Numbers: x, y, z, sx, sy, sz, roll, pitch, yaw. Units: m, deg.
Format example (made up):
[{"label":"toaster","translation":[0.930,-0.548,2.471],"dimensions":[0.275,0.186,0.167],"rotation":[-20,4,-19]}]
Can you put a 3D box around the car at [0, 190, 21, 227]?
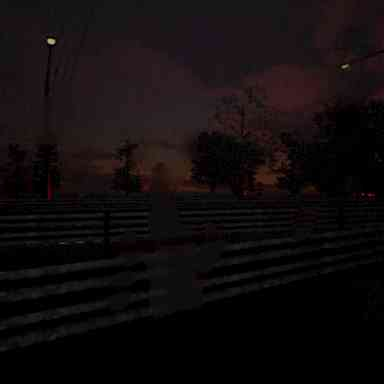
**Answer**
[{"label":"car","translation":[-12.744,0.920,18.648],"dimensions":[5.566,2.045,2.150],"rotation":[0,0,-26]}]

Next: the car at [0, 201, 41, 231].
[{"label":"car","translation":[-8.510,1.207,12.904],"dimensions":[4.892,1.490,1.837],"rotation":[0,0,-26]}]
